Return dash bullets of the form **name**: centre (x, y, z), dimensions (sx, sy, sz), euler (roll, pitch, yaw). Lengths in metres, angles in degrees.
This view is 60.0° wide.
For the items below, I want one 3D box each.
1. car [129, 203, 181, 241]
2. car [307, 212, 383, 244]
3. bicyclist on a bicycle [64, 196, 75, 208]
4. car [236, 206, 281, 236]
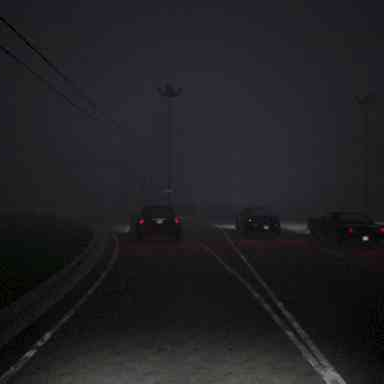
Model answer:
- **car**: centre (-2.000, 1.345, 16.926), dimensions (2.097, 1.767, 4.553), euler (0, 0, -15)
- **car**: centre (7.098, 1.594, 15.825), dimensions (1.895, 1.301, 4.718), euler (0, 0, 0)
- **bicyclist on a bicycle**: centre (-15.932, 1.284, 43.395), dimensions (0.582, 1.620, 1.656), euler (0, 0, 34)
- **car**: centre (3.585, 1.518, 18.424), dimensions (1.812, 1.442, 4.674), euler (0, 0, 0)
